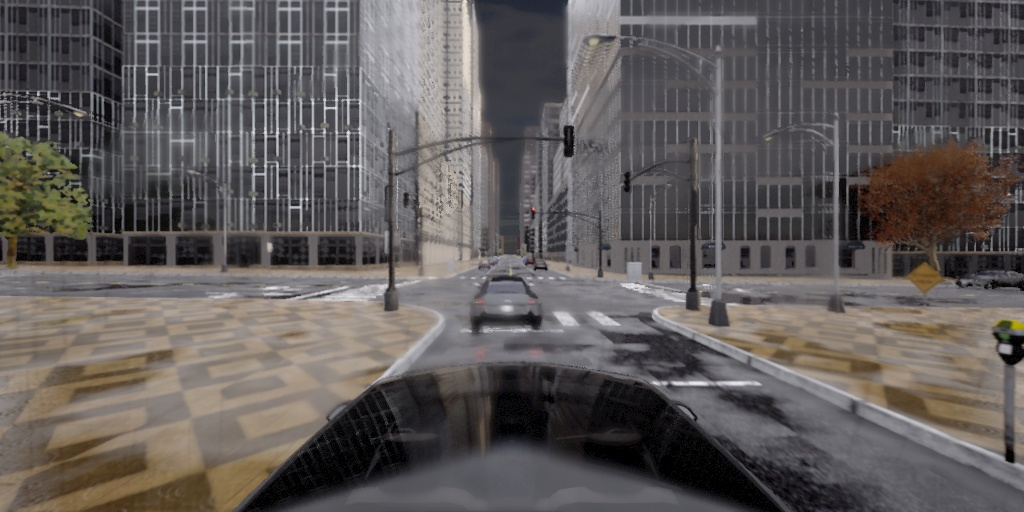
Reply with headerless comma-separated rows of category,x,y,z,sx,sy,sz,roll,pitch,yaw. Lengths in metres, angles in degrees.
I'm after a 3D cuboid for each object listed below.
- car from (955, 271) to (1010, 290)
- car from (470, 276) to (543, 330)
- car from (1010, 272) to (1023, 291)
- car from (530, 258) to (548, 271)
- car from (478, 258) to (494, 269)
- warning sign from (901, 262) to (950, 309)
car,38.564,1.940,28.711,4.902,1.511,2.128,1,0,-3
car,-0.234,1.312,11.099,1.994,1.385,4.181,0,0,-3
car,39.781,1.693,25.512,5.566,2.045,2.150,1,0,-3
car,3.836,1.299,48.753,1.948,1.339,4.313,0,0,0
car,-4.128,1.310,54.229,1.802,1.307,4.207,0,0,0
warning sign,17.253,1.195,14.978,1.060,1.860,1.300,0,0,-3
